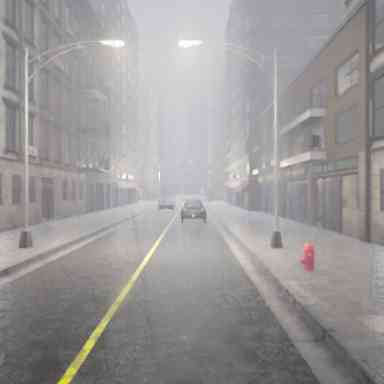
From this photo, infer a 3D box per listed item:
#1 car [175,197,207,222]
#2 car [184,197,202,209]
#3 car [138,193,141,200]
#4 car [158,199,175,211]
[{"bbox_3d":[0.109,1.421,25.114,2.128,1.511,4.902,0,0,0],"label":"car"},{"bbox_3d":[0.113,1.400,43.324,2.163,1.488,4.792,0,0,0],"label":"car"},{"bbox_3d":[-14.868,1.174,81.081,5.009,1.841,2.192,0,0,0],"label":"car"},{"bbox_3d":[-2.988,1.555,39.880,1.895,1.301,4.718,0,0,0],"label":"car"}]
